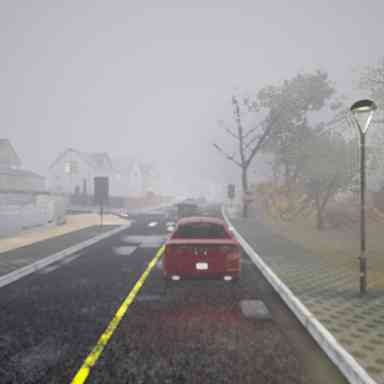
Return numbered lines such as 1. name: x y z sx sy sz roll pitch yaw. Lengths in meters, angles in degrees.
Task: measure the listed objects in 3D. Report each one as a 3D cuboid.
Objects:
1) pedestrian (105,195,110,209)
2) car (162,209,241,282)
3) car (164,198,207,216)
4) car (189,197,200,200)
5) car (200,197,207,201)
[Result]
1. pedestrian: -8.637 0.787 33.941 0.375 1.860 0.375 0 -3 2
2. car: 0.266 1.473 9.778 1.882 1.535 5.008 0 0 1
3. car: -0.780 1.518 25.680 1.837 1.490 4.892 1 0 -19
4. car: -0.259 1.600 48.700 1.812 1.442 4.674 0 0 6
5. car: 1.792 1.670 65.688 1.882 1.535 5.008 0 0 8
